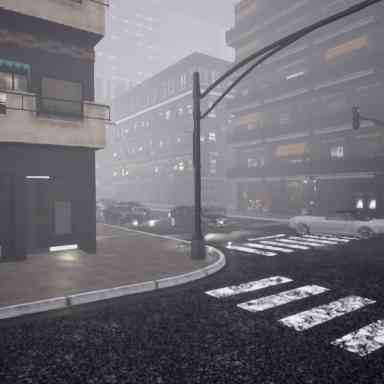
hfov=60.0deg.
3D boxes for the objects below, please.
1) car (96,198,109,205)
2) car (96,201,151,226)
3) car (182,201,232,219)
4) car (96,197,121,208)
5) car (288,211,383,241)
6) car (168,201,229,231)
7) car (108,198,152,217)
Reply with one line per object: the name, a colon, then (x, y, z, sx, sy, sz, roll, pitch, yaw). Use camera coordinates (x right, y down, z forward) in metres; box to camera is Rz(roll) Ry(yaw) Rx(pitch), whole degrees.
car: (-11.325, 1.568, 37.264, 1.812, 1.442, 4.674, -1, 1, -36)
car: (-5.155, 1.632, 24.549, 1.947, 1.339, 4.313, -1, 1, -36)
car: (1.223, 1.512, 29.176, 2.008, 1.369, 4.403, -1, 1, -36)
car: (-11.887, 1.519, 47.248, 1.887, 1.381, 4.507, -1, 1, -36)
car: (7.381, 1.585, 16.746, 4.718, 1.301, 1.895, 0, 1, 37)
car: (0.295, 1.534, 21.233, 1.837, 1.490, 4.892, -1, 1, -36)
car: (-5.275, 1.541, 28.909, 1.837, 1.490, 4.892, -1, 1, -36)
